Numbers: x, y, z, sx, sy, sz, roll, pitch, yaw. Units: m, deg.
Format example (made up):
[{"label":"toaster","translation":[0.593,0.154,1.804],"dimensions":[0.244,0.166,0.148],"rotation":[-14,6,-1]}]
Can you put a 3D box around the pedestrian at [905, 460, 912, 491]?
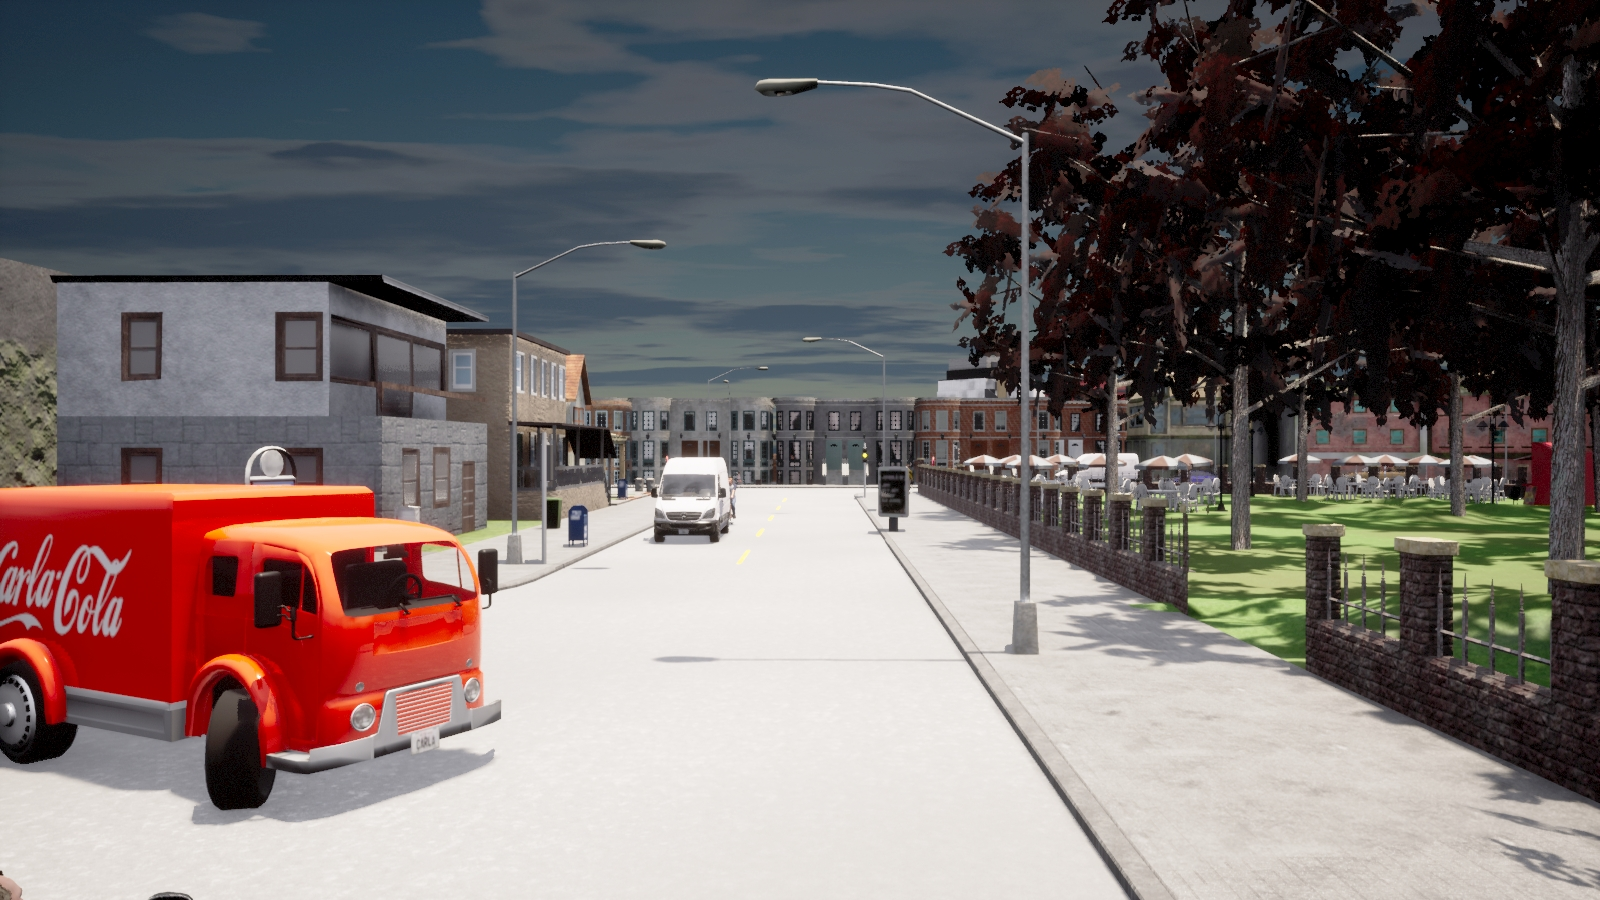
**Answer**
[{"label":"pedestrian","translation":[6.464,1.516,68.149],"dimensions":[0.375,1.860,0.375],"rotation":[0,0,3]}]

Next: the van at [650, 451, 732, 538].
[{"label":"van","translation":[-3.393,1.314,36.728],"dimensions":[1.988,2.561,5.915],"rotation":[0,0,1]}]

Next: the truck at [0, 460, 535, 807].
[{"label":"truck","translation":[-5.357,1.348,10.676],"dimensions":[5.204,2.467,2.627],"rotation":[0,0,29]}]

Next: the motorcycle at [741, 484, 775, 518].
[{"label":"motorcycle","translation":[-1.677,1.985,45.065],"dimensions":[0.867,1.251,2.209],"rotation":[0,0,-15]}]

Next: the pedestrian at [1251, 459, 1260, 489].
[{"label":"pedestrian","translation":[28.858,1.525,72.389],"dimensions":[0.375,1.860,0.375],"rotation":[0,0,1]}]
